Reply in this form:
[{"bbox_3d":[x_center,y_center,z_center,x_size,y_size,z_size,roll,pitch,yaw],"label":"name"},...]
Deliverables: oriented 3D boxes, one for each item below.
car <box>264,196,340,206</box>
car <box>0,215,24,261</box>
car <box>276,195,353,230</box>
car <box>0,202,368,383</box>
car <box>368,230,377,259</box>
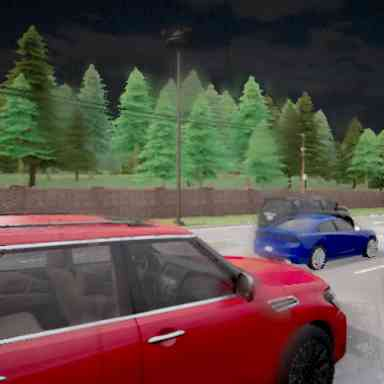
[{"bbox_3d":[5.658,1.254,16.383,5.566,2.045,2.150,0,0,-36],"label":"car"},{"bbox_3d":[-8.018,1.563,10.925,4.181,1.385,1.994,0,0,-36],"label":"car"},{"bbox_3d":[8.405,1.267,22.641,5.566,2.045,2.150,0,0,-36],"label":"car"},{"bbox_3d":[-0.868,1.224,3.128,5.566,2.045,2.150,0,0,-36],"label":"car"},{"bbox_3d":[4.237,1.500,11.069,5.008,1.535,1.882,0,0,-36],"label":"car"}]
